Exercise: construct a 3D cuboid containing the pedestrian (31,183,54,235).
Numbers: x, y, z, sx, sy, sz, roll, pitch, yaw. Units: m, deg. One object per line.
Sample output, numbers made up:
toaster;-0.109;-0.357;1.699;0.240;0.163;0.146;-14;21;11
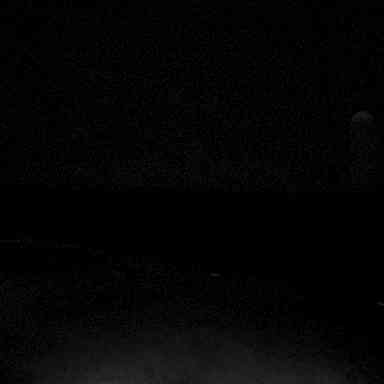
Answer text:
pedestrian;-5.183;0.514;11.548;0.375;1.860;0.375;1;2;28
